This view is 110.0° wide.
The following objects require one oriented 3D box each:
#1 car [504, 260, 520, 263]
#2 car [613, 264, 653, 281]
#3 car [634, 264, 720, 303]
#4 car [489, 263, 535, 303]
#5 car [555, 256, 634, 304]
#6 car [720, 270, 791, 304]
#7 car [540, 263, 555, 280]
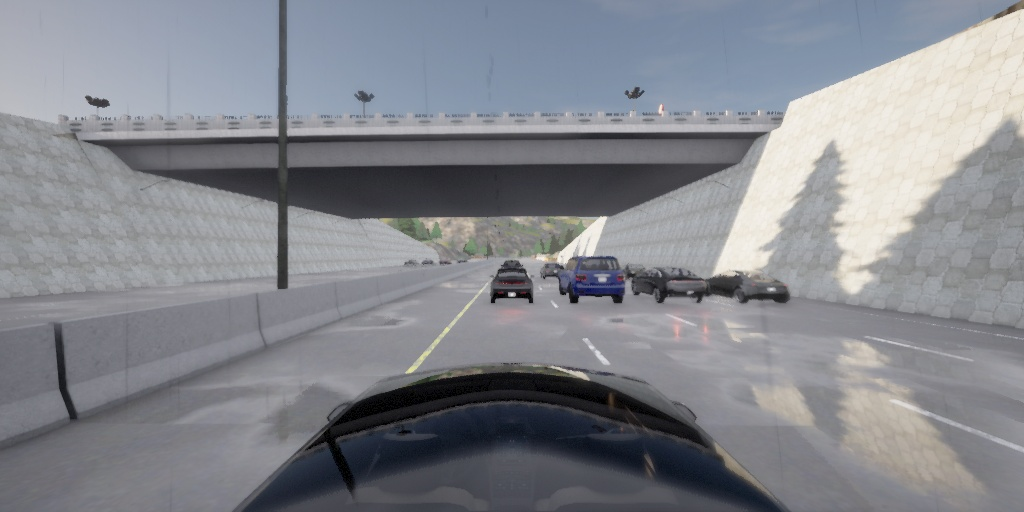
[{"bbox_3d":[0.000,1.114,31.470,2.097,1.767,4.553,0,0,0],"label":"car"},{"bbox_3d":[10.500,1.364,31.530,1.895,1.301,4.718,0,0,0],"label":"car"},{"bbox_3d":[7.000,1.242,16.500,2.128,1.511,4.902,0,0,0],"label":"car"},{"bbox_3d":[0.000,1.264,16.500,1.837,1.490,4.892,0,0,0],"label":"car"},{"bbox_3d":[3.500,1.005,16.530,2.150,2.045,5.566,0,0,0],"label":"car"},{"bbox_3d":[10.500,1.320,16.500,1.994,1.385,4.181,0,0,0],"label":"car"},{"bbox_3d":[3.500,1.311,31.500,2.033,1.411,5.357,0,0,0],"label":"car"}]
